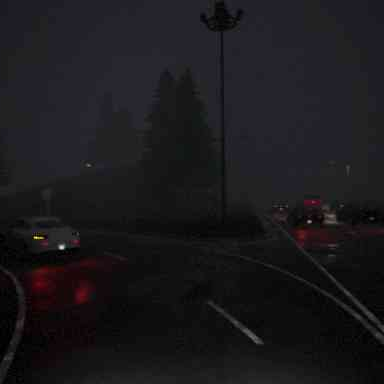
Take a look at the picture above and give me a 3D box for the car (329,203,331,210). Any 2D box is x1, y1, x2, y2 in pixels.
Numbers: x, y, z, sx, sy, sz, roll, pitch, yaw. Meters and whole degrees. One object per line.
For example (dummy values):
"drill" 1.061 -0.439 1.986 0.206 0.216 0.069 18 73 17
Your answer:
"car" 17.261 1.563 38.401 1.895 1.301 4.718 -1 0 9

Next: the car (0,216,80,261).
"car" -5.976 1.661 12.980 1.812 1.442 4.674 0 -1 -43

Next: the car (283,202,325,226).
"car" 7.812 1.611 23.360 1.895 1.301 4.718 -1 0 9

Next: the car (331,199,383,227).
"car" 11.220 1.442 22.513 1.882 1.535 5.008 -1 0 9

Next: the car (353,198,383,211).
"car" 21.054 1.486 39.994 1.994 1.385 4.181 -1 0 9

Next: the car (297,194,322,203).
"car" 13.905 1.231 39.618 2.150 2.045 5.566 -1 0 9

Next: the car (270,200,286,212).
"car" 10.347 1.654 39.487 1.895 1.301 4.718 -1 0 9
